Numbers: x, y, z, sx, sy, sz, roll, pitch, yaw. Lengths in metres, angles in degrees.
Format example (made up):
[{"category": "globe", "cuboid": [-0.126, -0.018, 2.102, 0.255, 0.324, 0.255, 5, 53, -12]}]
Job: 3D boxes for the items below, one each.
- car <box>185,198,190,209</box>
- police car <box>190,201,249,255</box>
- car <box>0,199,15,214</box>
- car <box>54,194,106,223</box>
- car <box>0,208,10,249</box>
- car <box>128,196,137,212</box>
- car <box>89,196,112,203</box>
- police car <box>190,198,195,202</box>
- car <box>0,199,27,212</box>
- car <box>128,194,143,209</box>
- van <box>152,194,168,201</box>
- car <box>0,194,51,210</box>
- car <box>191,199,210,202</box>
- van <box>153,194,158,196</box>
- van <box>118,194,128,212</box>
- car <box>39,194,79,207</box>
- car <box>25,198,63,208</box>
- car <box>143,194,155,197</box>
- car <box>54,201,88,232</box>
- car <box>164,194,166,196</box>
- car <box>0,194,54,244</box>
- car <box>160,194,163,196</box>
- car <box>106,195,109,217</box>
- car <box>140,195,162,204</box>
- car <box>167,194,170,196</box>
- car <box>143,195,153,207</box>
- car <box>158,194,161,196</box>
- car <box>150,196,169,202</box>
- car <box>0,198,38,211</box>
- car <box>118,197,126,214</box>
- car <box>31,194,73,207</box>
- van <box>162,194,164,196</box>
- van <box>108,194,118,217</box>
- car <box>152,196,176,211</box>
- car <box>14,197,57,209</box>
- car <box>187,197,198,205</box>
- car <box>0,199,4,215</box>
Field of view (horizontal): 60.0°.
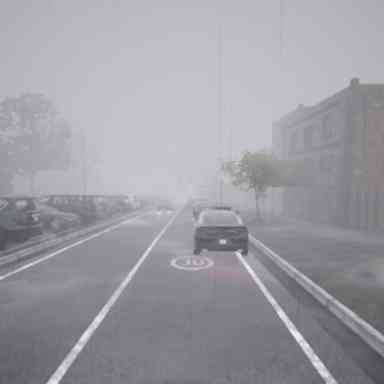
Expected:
[{"category": "car", "cuboid": [0.031, 1.625, 47.402, 2.033, 1.411, 5.357, 0, 0, 0]}, {"category": "police car", "cuboid": [0.981, 1.366, 13.092, 1.930, 1.638, 5.238, 0, 0, 0]}, {"category": "car", "cuboid": [-21.916, 1.483, 35.522, 5.008, 1.535, 2.097, 0, 0, 0]}, {"category": "car", "cuboid": [-8.864, 1.176, 21.636, 5.566, 2.045, 2.435, 0, 0, 0]}, {"category": "car", "cuboid": [-8.837, 1.419, 10.425, 4.892, 1.521, 2.231, 0, 0, 0]}, {"category": "car", "cuboid": [-8.836, 1.485, 35.650, 5.008, 1.535, 2.097, 0, 0, 0]}, {"category": "car", "cuboid": [-21.971, 1.787, 80.114, 4.892, 1.521, 2.231, 0, 0, 0]}, {"category": "police car", "cuboid": [0.987, 1.418, 29.120, 1.930, 1.638, 5.238, 0, 0, 0]}, {"category": "car", "cuboid": [-21.894, 1.524, 38.307, 4.792, 1.488, 2.163, 0, 0, 0]}, {"category": "car", "cuboid": [-8.873, 1.246, 38.455, 5.566, 2.045, 2.435, 0, 0, 0]}, {"category": "van", "cuboid": [-9.016, 1.671, 94.516, 4.442, 1.987, 1.878, 0, 0, 0]}, {"category": "car", "cuboid": [-21.901, 1.270, 43.876, 5.566, 2.045, 2.435, 0, 0, 0]}, {"category": "car", "cuboid": [0.984, 1.472, 23.000, 1.837, 1.490, 4.892, 0, 0, 0]}, {"category": "van", "cuboid": [-8.747, 1.394, 58.074, 4.442, 1.987, 1.878, 0, 0, 0]}, {"category": "van", "cuboid": [-8.956, 1.247, 32.847, 4.442, 1.987, 1.878, 0, 0, 0]}, {"category": "car", "cuboid": [-21.912, 1.343, 54.893, 5.566, 2.045, 2.435, 0, 0, 0]}, {"category": "car", "cuboid": [-21.932, 1.594, 49.322, 4.674, 1.452, 2.002, 0, 0, 0]}, {"category": "car", "cuboid": [-9.044, 1.574, 52.466, 5.366, 1.575, 1.946, 0, 0, 0]}, {"category": "car", "cuboid": [-8.843, 1.420, 18.830, 4.892, 1.521, 2.231, 0, 0, 0]}, {"category": "car", "cuboid": [-8.849, 1.622, 74.893, 4.553, 1.767, 2.185, 0, 0, 0]}, {"category": "car", "cuboid": [-8.869, 1.164, 13.225, 5.566, 2.045, 2.435, 0, 0, 0]}, {"category": "car", "cuboid": [-8.866, 1.684, 66.482, 5.008, 1.535, 2.097, 0, 0, 0]}, {"category": "car", "cuboid": [-8.804, 1.310, 24.436, 4.553, 1.767, 2.185, 0, 0, 0]}, {"category": "car", "cuboid": [-8.908, 1.601, 72.089, 4.553, 1.767, 2.185, 0, 0, 0]}, {"category": "car", "cuboid": [-8.857, 1.539, 80.500, 5.566, 2.045, 2.435, 0, 0, 0]}, {"category": "car", "cuboid": [-8.850, 1.557, 49.666, 5.008, 1.535, 2.097, 0, 0, 0]}, {"category": "car", "cuboid": [-8.840, 1.692, 63.679, 4.792, 1.488, 2.163, 0, 0, 0]}, {"category": "car", "cuboid": [-8.890, 1.877, 91.711, 4.892, 1.521, 2.231, 0, 0, 0]}, {"category": "car", "cuboid": [-21.955, 1.537, 41.092, 4.792, 1.488, 2.163, 0, 0, 0]}, {"category": "car", "cuboid": [-8.832, 1.462, 30.044, 4.892, 1.521, 2.231, 0, 0, 0]}, {"category": "car", "cuboid": [-21.908, 1.323, 52.231, 5.566, 2.045, 2.435, 0, 0, 0]}, {"category": "van", "cuboid": [-8.758, 1.479, 69.287, 4.442, 1.987, 1.878, 0, 0, 0]}, {"category": "van", "cuboid": [-8.720, 1.222, 27.241, 4.442, 1.987, 1.878, 0, 0, 0]}, {"category": "car", "cuboid": [-3.329, 1.593, 41.423, 2.033, 1.411, 5.357, 0, 0, 0]}, {"category": "car", "cuboid": [-21.927, 1.538, 46.661, 5.008, 1.535, 2.097, 0, 0, 0]}, {"category": "car", "cuboid": [0.027, 1.757, 63.853, 1.994, 1.385, 4.181, 0, 0, 0]}, {"category": "car", "cuboid": [-21.733, 1.467, 32.736, 5.366, 1.575, 1.946, 0, 0, 0]}]
